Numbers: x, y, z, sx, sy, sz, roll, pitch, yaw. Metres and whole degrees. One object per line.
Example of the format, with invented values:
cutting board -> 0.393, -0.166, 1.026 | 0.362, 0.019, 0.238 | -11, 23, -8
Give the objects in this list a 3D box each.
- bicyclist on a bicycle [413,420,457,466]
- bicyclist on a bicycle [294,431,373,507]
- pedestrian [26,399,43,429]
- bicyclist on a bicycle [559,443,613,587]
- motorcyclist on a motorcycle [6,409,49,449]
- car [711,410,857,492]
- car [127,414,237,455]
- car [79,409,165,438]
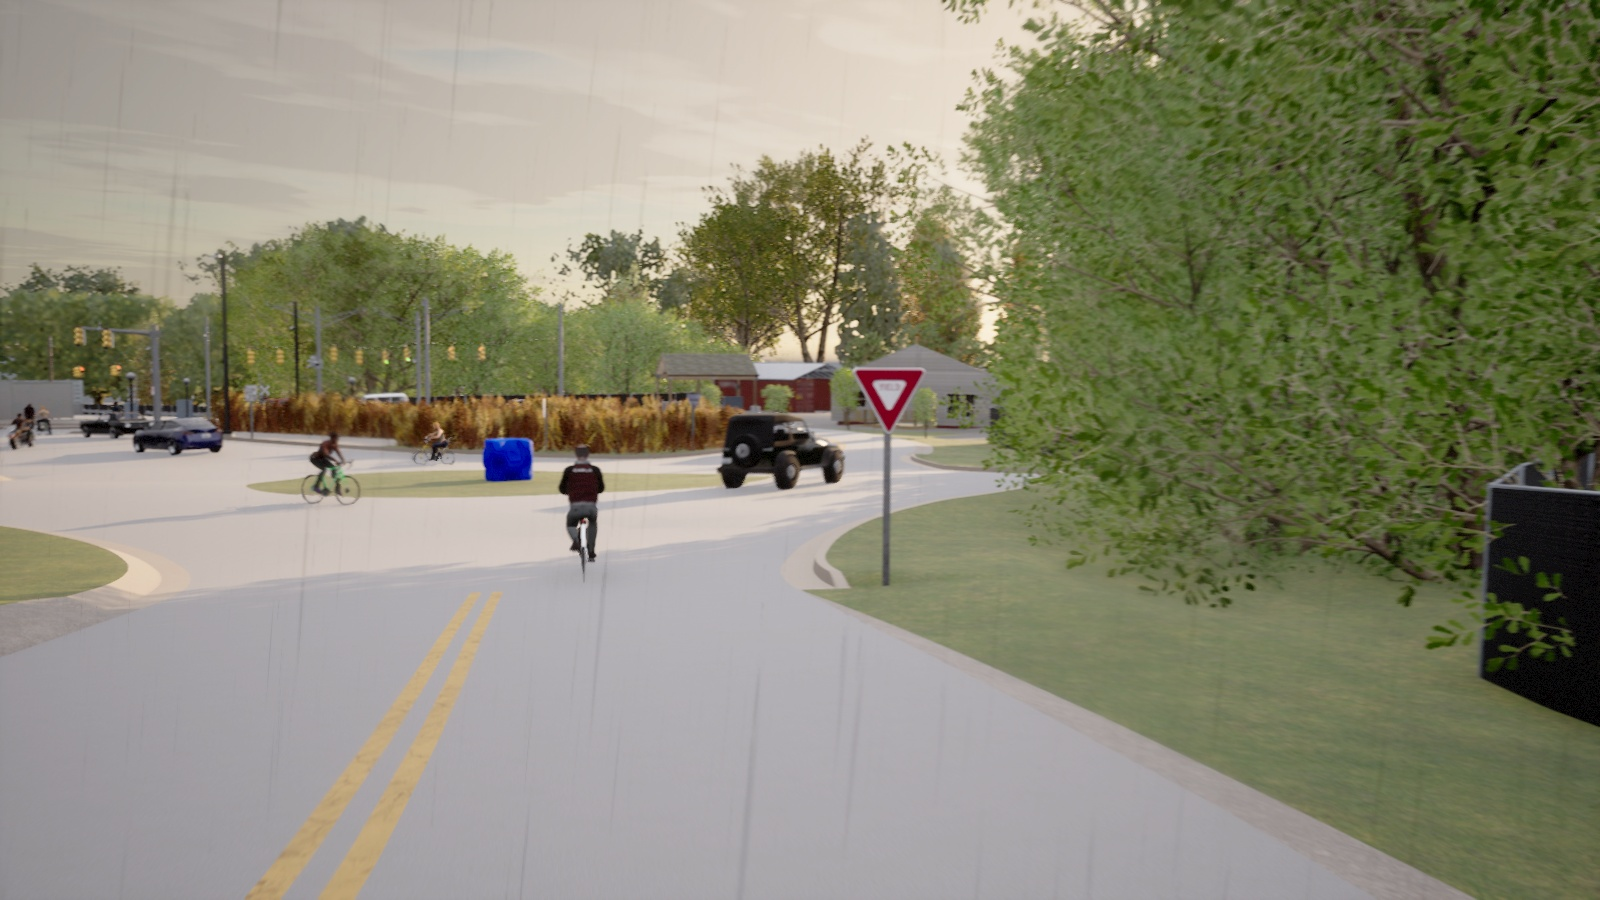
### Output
bicyclist on a bicycle -> -13.505, -0.279, 46.442 | 1.509, 1.612, 0.866 | -1, 5, -21
bicyclist on a bicycle -> -10.350, 0.399, 27.861 | 1.656, 1.620, 0.582 | 1, 3, 22
pedestrian -> -48.339, -2.274, 79.300 | 0.899, 1.844, 0.634 | 4, 6, 42
bicyclist on a bicycle -> -2.828, 0.801, 16.534 | 0.659, 1.776, 1.843 | 0, 1, -11
motorcyclist on a motorcycle -> -34.432, -0.955, 55.999 | 0.766, 1.649, 2.350 | -2, 4, -10
car -> -0.342, -0.034, 32.043 | 1.905, 1.878, 3.866 | 0, 3, 31
car -> -25.929, -0.687, 52.655 | 4.792, 1.488, 2.163 | 3, 5, 37
car -> -34.087, -1.350, 63.111 | 4.718, 1.301, 1.895 | 2, 5, 36
